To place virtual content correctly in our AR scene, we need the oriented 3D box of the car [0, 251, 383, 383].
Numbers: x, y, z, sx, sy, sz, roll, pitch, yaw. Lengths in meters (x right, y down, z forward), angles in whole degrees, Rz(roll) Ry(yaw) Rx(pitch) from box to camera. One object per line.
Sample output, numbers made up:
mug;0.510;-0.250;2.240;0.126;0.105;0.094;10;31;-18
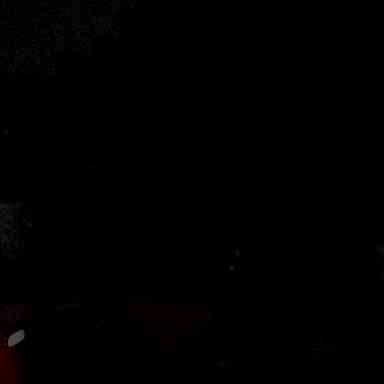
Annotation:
car;-0.513;1.514;3.159;4.507;1.381;1.887;1;2;35
